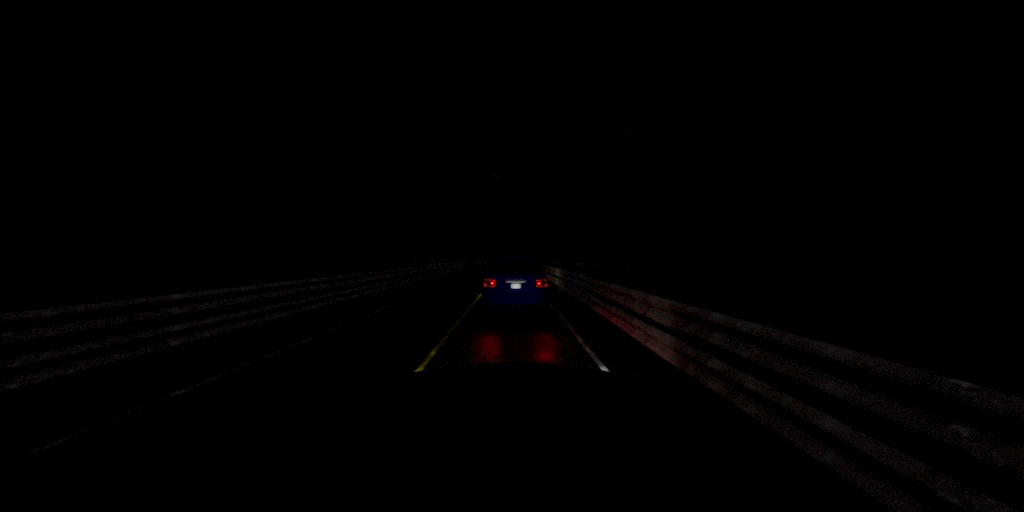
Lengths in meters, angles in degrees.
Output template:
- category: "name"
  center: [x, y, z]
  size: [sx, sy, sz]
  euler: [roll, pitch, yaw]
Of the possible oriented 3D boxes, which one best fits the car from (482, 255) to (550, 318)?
- category: "car"
  center: [0.115, 0.986, 13.262]
  size: [2.150, 2.045, 5.566]
  euler: [0, 0, 0]
